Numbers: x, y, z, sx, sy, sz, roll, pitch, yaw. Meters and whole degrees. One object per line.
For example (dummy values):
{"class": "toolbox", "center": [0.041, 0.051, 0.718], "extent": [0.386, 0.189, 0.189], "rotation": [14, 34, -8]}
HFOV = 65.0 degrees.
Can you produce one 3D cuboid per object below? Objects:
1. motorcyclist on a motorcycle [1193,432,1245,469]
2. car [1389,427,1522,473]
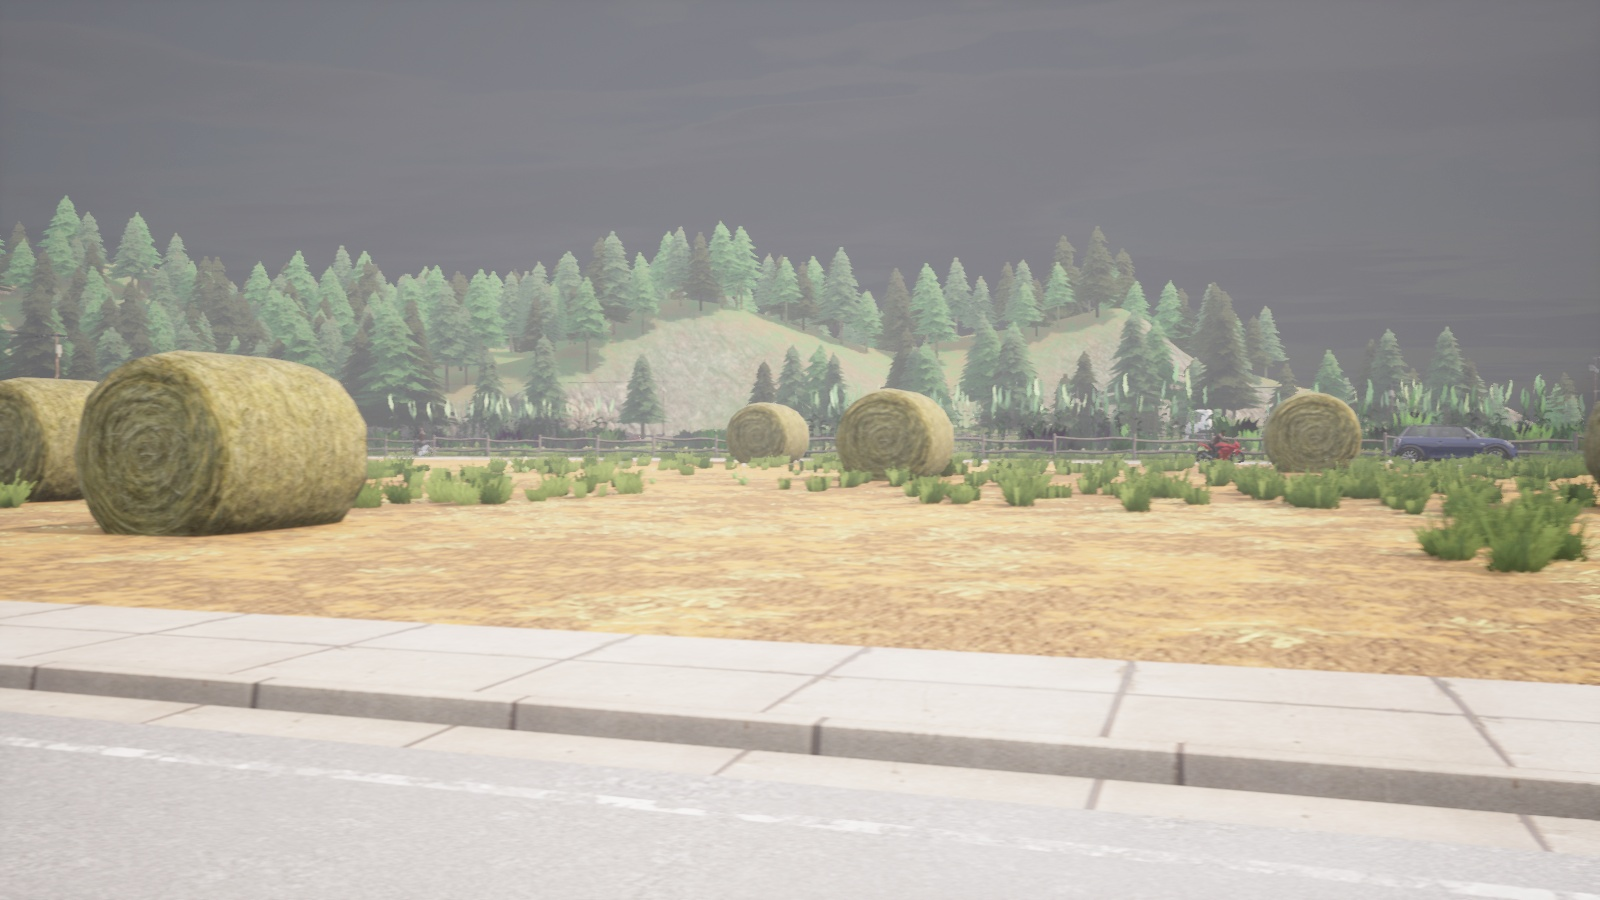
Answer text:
{"class": "motorcyclist on a motorcycle", "center": [17.917, 0.009, 53.661], "extent": [2.044, 1.523, 0.797], "rotation": [1, 1, 22]}
{"class": "car", "center": [26.135, -0.030, 50.269], "extent": [4.553, 1.767, 2.097], "rotation": [1, 1, 23]}
